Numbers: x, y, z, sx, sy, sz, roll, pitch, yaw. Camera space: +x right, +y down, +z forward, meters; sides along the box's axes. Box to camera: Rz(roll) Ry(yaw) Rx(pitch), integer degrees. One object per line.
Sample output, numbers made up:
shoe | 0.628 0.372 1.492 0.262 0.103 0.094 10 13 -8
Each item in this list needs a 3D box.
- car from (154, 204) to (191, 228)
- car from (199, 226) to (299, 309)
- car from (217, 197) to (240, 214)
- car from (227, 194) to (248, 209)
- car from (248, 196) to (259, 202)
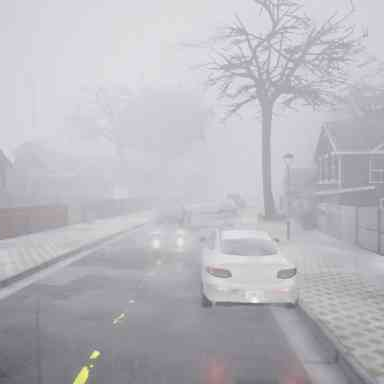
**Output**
car | -1.188 1.519 22.207 1.812 1.442 4.674 0 0 7
car | 1.146 1.525 7.787 1.812 1.442 4.674 0 0 3
car | 3.813 1.527 35.419 1.812 1.442 4.674 0 0 12
car | 5.946 1.229 45.254 2.150 2.045 5.566 0 0 15
car | 13.830 1.555 74.995 1.812 1.442 4.674 0 0 24
